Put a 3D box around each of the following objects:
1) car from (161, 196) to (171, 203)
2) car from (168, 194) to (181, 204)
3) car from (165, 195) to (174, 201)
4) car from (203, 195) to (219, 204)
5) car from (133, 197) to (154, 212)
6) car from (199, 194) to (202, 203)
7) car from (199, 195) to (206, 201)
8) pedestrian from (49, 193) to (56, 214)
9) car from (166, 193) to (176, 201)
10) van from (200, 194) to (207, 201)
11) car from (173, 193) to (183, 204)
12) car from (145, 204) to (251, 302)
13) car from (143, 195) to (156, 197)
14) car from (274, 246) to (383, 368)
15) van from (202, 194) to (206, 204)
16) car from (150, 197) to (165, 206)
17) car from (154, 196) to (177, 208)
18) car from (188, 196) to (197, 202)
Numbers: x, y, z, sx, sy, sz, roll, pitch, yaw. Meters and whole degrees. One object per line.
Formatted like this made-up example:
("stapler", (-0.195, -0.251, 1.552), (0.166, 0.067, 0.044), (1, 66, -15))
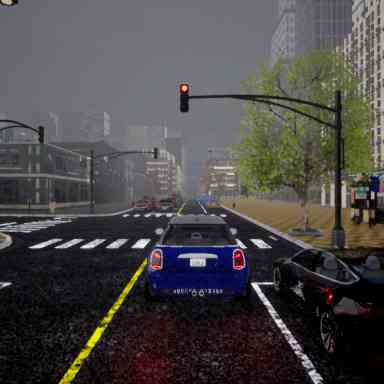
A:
("car", (-5.591, 1.532, 71.373), (1.752, 1.417, 4.829), (0, 0, 0))
("car", (-3.032, 1.481, 48.556), (1.882, 1.535, 5.008), (0, 0, 0))
("car", (-5.576, 1.559, 82.645), (2.008, 1.369, 4.403), (0, 0, 0))
("car", (2.752, 1.528, 43.948), (1.752, 1.417, 4.829), (0, 0, 0))
("car", (-5.636, 1.585, 38.236), (1.802, 1.307, 4.206), (0, 0, 0))
("car", (2.774, 1.556, 60.432), (2.008, 1.369, 4.403), (0, 0, 0))
("car", (2.812, 1.534, 88.357), (1.752, 1.417, 4.829), (0, 0, 0))
("pedestrian", (-12.709, 1.039, 30.250), (0.375, 1.860, 0.375), (0, -1, -1))
("car", (-5.568, 1.324, 88.196), (2.192, 1.841, 5.009), (0, 0, 0))
("van", (2.806, 1.349, 82.636), (1.690, 1.788, 3.998), (0, 0, 0))
("car", (-2.965, 1.230, 63.634), (2.150, 2.045, 5.566), (0, 0, 1))
("car", (0.112, 1.353, 8.417), (2.097, 1.767, 4.553), (0, 0, 0))
("car", (-5.627, 1.318, 43.787), (2.192, 1.841, 5.009), (0, 0, 0))
("car", (2.701, 1.566, 5.749), (1.947, 1.339, 4.313), (0, 0, 0))
("van", (2.761, 1.345, 49.330), (1.690, 1.788, 3.998), (0, 0, 0))
("car", (-5.613, 1.555, 54.890), (2.008, 1.369, 4.403), (0, 0, 0))
("car", (-3.041, 1.528, 38.522), (1.812, 1.442, 4.674), (0, 0, -2))
("car", (0.107, 1.548, 79.251), (2.033, 1.411, 5.357), (0, 0, 0))
